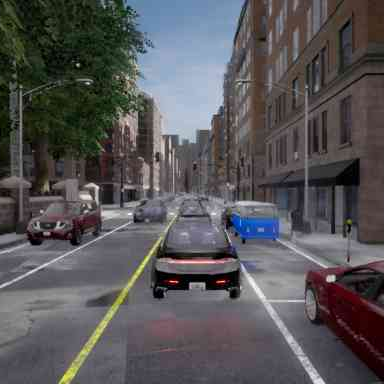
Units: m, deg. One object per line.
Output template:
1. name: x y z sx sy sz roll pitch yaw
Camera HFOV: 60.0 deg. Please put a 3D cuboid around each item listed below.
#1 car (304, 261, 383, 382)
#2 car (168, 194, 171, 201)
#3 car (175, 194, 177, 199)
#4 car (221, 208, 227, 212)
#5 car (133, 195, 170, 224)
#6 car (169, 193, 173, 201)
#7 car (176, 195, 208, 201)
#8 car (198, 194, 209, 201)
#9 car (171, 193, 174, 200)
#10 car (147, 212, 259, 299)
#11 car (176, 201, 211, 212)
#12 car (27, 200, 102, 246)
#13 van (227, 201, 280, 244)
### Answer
1. car: 2.853 1.544 4.228 1.887 1.381 4.507 0 0 0
2. car: -5.685 1.502 64.647 2.008 1.369 4.403 0 0 0
3. car: -5.690 1.497 86.450 2.008 1.369 4.403 0 0 0
4. car: 2.850 1.558 21.210 1.947 1.339 4.313 0 0 0
5. car: -3.018 1.340 24.738 2.097 1.767 4.553 0 0 0
6. car: -5.686 1.494 70.098 1.887 1.381 4.507 0 0 0
7. car: -0.008 1.338 27.567 2.097 1.767 4.553 0 0 0
8. car: 2.837 1.387 75.586 1.967 1.590 4.097 0 0 0
9. car: -5.687 1.492 75.549 1.887 1.381 4.507 0 0 0
10. car: 0.098 1.490 8.450 2.128 1.511 4.902 0 0 0
11. car: 0.094 1.485 18.390 2.128 1.511 4.902 0 0 0
12. car: -5.674 1.310 15.507 2.192 1.841 5.009 0 0 0
13. van: 2.851 1.336 15.549 1.690 1.788 3.998 0 0 0
